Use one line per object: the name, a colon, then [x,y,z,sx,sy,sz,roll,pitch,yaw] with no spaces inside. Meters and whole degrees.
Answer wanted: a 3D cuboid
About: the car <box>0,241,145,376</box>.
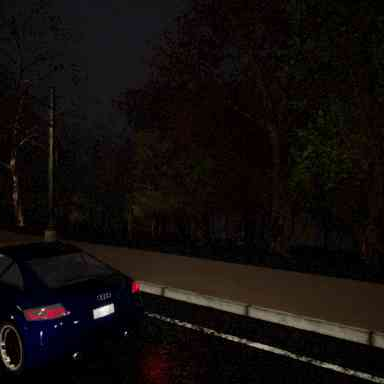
car: [-2.786,1.563,5.654,4.181,1.385,1.994,0,0,37]
